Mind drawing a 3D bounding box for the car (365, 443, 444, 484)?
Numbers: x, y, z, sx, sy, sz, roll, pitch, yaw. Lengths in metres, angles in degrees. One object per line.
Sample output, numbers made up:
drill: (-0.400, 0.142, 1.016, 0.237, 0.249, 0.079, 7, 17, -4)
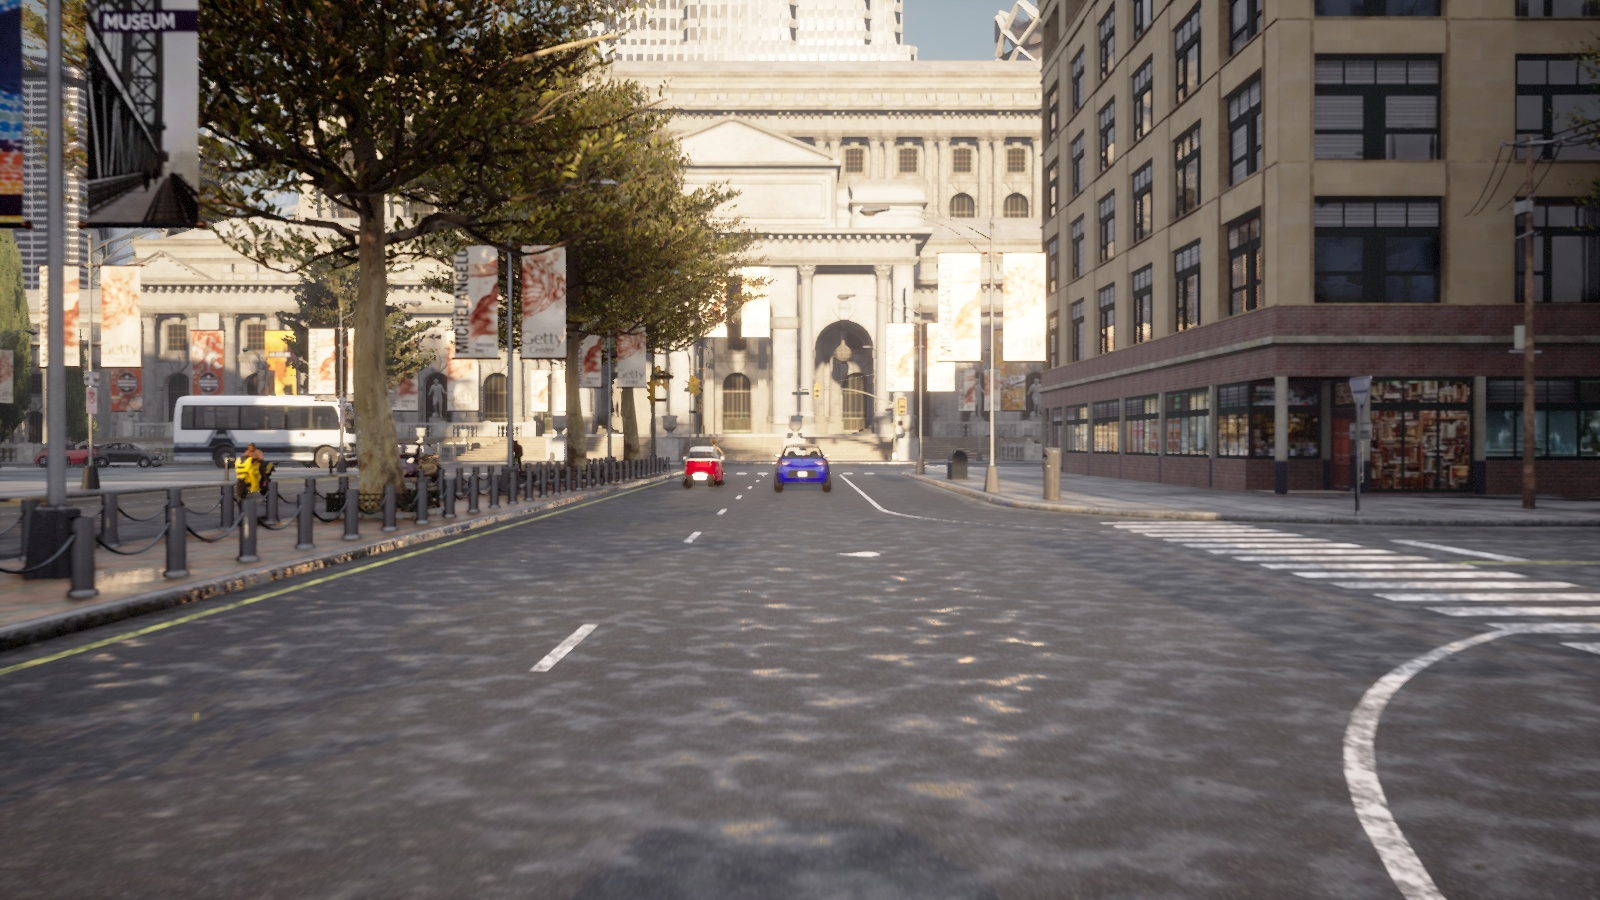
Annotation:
car: (-14.896, 0.477, 47.504, 1.845, 1.501, 3.633, 0, 0, 0)

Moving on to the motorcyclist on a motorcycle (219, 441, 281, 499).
motorcyclist on a motorcycle: (-14.911, 0.522, 34.108, 0.797, 1.523, 2.044, 0, 0, 0)

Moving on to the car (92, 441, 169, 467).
car: (-40.616, 0.258, 76.265, 3.705, 1.549, 1.789, 0, 0, 0)

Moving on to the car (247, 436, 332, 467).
car: (-32.354, 0.085, 79.725, 4.605, 1.855, 1.932, 1, 0, 1)

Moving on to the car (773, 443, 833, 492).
car: (0.091, 0.529, 40.480, 1.816, 1.474, 4.193, 0, 0, 0)

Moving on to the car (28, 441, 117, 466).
car: (-46.160, 0.202, 79.764, 4.514, 1.525, 2.007, 0, 0, 0)

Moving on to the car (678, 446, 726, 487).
car: (-3.403, 0.548, 43.923, 1.481, 1.376, 2.207, 0, 1, 0)

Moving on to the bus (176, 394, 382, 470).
bus: (-30.058, -1.070, 72.925, 10.273, 4.253, 3.944, 0, 1, -4)
